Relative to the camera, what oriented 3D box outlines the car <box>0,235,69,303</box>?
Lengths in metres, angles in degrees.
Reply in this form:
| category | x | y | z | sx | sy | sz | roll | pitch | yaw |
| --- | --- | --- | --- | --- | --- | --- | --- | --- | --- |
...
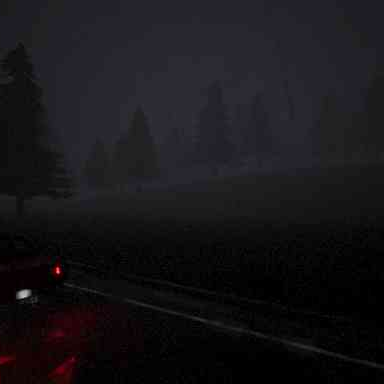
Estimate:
| category | x | y | z | sx | sy | sz | roll | pitch | yaw |
| --- | --- | --- | --- | --- | --- | --- | --- | --- | --- |
| car | -4.967 | 1.667 | 7.672 | 4.718 | 1.301 | 1.895 | -1 | 0 | 37 |
